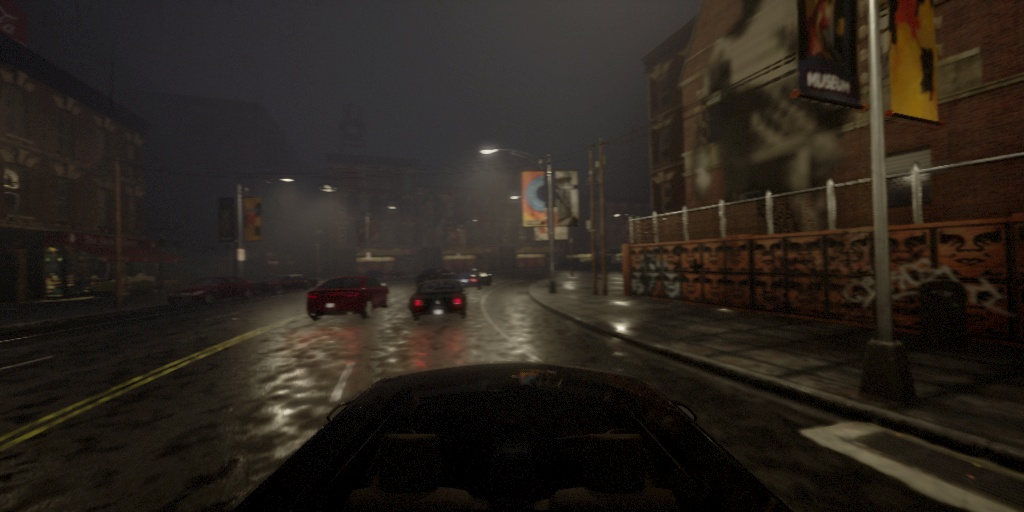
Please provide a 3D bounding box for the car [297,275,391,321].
[{"bbox_3d":[-6.205,1.522,14.178,1.882,1.535,5.008,-1,-1,-6],"label":"car"}]

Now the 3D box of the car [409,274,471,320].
[{"bbox_3d":[-2.654,1.549,13.764,1.895,1.301,4.718,-1,-1,-7],"label":"car"}]

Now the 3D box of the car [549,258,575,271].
[{"bbox_3d":[8.971,1.377,60.333,5.566,2.045,2.150,-1,-1,-28],"label":"car"}]

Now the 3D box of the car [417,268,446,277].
[{"bbox_3d":[-5.803,1.689,28.000,1.837,1.490,4.892,-2,0,11],"label":"car"}]

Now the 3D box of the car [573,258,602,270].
[{"bbox_3d":[12.949,1.526,58.335,4.902,1.511,2.128,-1,-1,-24],"label":"car"}]

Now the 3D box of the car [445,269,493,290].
[{"bbox_3d":[-2.728,1.626,25.615,2.033,1.411,5.357,-2,-1,8],"label":"car"}]
